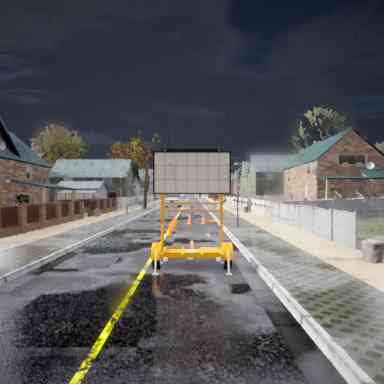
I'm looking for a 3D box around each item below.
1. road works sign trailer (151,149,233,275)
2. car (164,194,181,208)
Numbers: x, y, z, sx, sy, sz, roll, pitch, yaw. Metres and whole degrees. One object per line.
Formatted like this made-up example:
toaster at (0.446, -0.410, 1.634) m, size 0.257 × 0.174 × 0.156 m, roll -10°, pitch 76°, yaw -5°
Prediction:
road works sign trailer at (0.002, 0.467, 10.417) m, size 2.380 × 3.560 × 2.880 m, roll 0°, pitch 0°, yaw 0°
car at (-2.740, 1.222, 47.262) m, size 2.150 × 2.045 × 5.566 m, roll 0°, pitch 0°, yaw 0°
